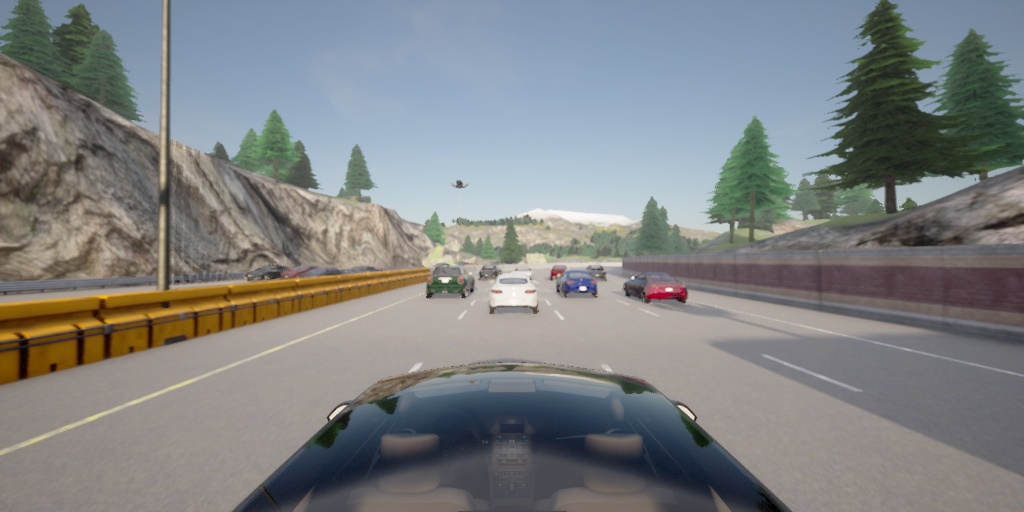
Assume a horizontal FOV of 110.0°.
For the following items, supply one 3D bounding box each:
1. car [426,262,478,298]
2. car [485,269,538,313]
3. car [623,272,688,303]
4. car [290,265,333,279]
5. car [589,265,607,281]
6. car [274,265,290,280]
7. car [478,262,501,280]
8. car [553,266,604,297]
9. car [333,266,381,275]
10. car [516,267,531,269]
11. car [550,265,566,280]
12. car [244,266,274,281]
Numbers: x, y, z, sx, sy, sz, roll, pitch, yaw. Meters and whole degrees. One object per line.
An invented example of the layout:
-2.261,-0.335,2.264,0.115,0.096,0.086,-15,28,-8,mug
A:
-3.378,1.327,20.454,2.097,1.767,4.553,0,-1,1,car
0.053,1.431,14.745,1.812,1.442,4.674,0,-1,0,car
7.079,1.505,18.081,1.994,1.385,4.181,0,-1,1,car
-16.947,1.670,32.268,2.033,1.411,5.357,0,-1,5,car
8.353,1.647,36.059,2.128,1.511,4.902,0,-1,8,car
-20.158,1.634,34.946,1.882,1.535,5.008,0,-1,6,car
-2.120,1.662,36.948,2.128,1.511,4.902,0,-1,7,car
3.609,1.496,20.340,1.812,1.442,4.674,0,-1,1,car
-13.425,1.622,31.953,1.837,1.490,4.892,0,-1,5,car
1.213,1.754,35.640,1.895,1.301,4.718,0,-1,7,car
4.996,1.649,37.318,1.882,1.535,5.008,0,-1,8,car
-23.642,1.666,35.145,1.837,1.490,4.892,0,-1,6,car
